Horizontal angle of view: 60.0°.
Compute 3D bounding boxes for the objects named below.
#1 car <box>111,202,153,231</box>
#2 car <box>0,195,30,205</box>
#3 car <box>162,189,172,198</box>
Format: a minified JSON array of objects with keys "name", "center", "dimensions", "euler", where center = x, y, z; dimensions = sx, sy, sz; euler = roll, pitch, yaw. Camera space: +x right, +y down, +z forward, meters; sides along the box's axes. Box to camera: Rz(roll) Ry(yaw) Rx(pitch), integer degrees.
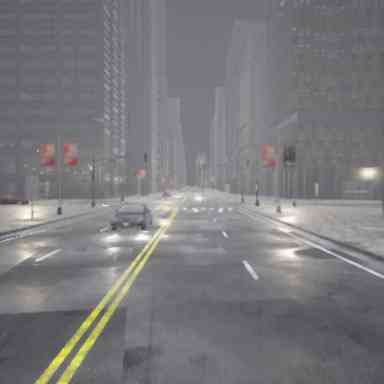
[{"name":"car","center":[-3.338,1.349,19.172],"dimensions":[1.812,1.442,4.674],"euler":[0,0,0]},{"name":"car","center":[-22.769,1.025,41.885],"dimensions":[4.507,1.381,1.887],"euler":[0,1,0]},{"name":"car","center":[-6.479,0.690,83.793],"dimensions":[1.994,1.385,4.181],"euler":[0,1,0]}]
